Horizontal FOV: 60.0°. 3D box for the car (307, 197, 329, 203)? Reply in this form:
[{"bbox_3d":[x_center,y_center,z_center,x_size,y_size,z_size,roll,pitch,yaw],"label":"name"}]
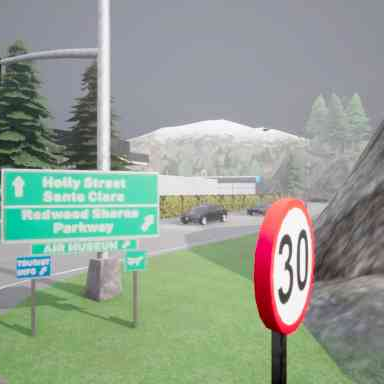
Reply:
[{"bbox_3d":[28.269,1.787,74.912,1.895,1.301,4.718,0,0,-42],"label":"car"}]

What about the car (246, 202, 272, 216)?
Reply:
[{"bbox_3d":[7.673,1.739,35.062,2.033,1.411,5.357,0,0,36],"label":"car"}]

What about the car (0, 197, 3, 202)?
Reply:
[{"bbox_3d":[-12.386,1.504,26.071,1.905,1.878,3.866,0,0,35],"label":"car"}]

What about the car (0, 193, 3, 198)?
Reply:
[{"bbox_3d":[-38.583,1.489,70.017,4.514,1.523,2.007,0,0,35],"label":"car"}]

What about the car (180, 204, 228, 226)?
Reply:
[{"bbox_3d":[1.039,1.695,25.951,1.837,1.490,4.892,0,0,36],"label":"car"}]
